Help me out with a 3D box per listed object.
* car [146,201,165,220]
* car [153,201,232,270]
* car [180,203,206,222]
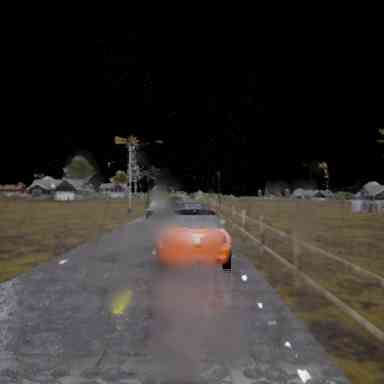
[{"bbox_3d":[-2.853,1.500,28.962,1.882,1.535,5.008,0,0,0],"label":"car"},{"bbox_3d":[0.083,1.339,11.132,2.097,1.767,4.553,0,0,0],"label":"car"},{"bbox_3d":[0.085,1.616,27.062,1.895,1.301,4.718,0,0,0],"label":"car"}]
